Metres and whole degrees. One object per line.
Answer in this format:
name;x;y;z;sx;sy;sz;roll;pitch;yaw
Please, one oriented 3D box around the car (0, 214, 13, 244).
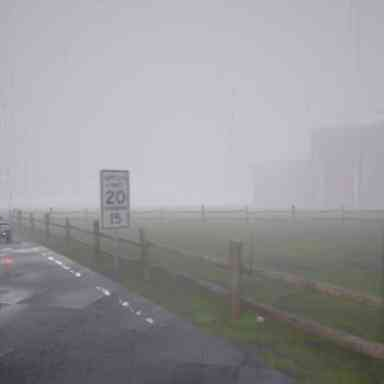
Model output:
car;-10.728;1.893;17.400;2.128;1.511;4.902;-1;-1;-37
